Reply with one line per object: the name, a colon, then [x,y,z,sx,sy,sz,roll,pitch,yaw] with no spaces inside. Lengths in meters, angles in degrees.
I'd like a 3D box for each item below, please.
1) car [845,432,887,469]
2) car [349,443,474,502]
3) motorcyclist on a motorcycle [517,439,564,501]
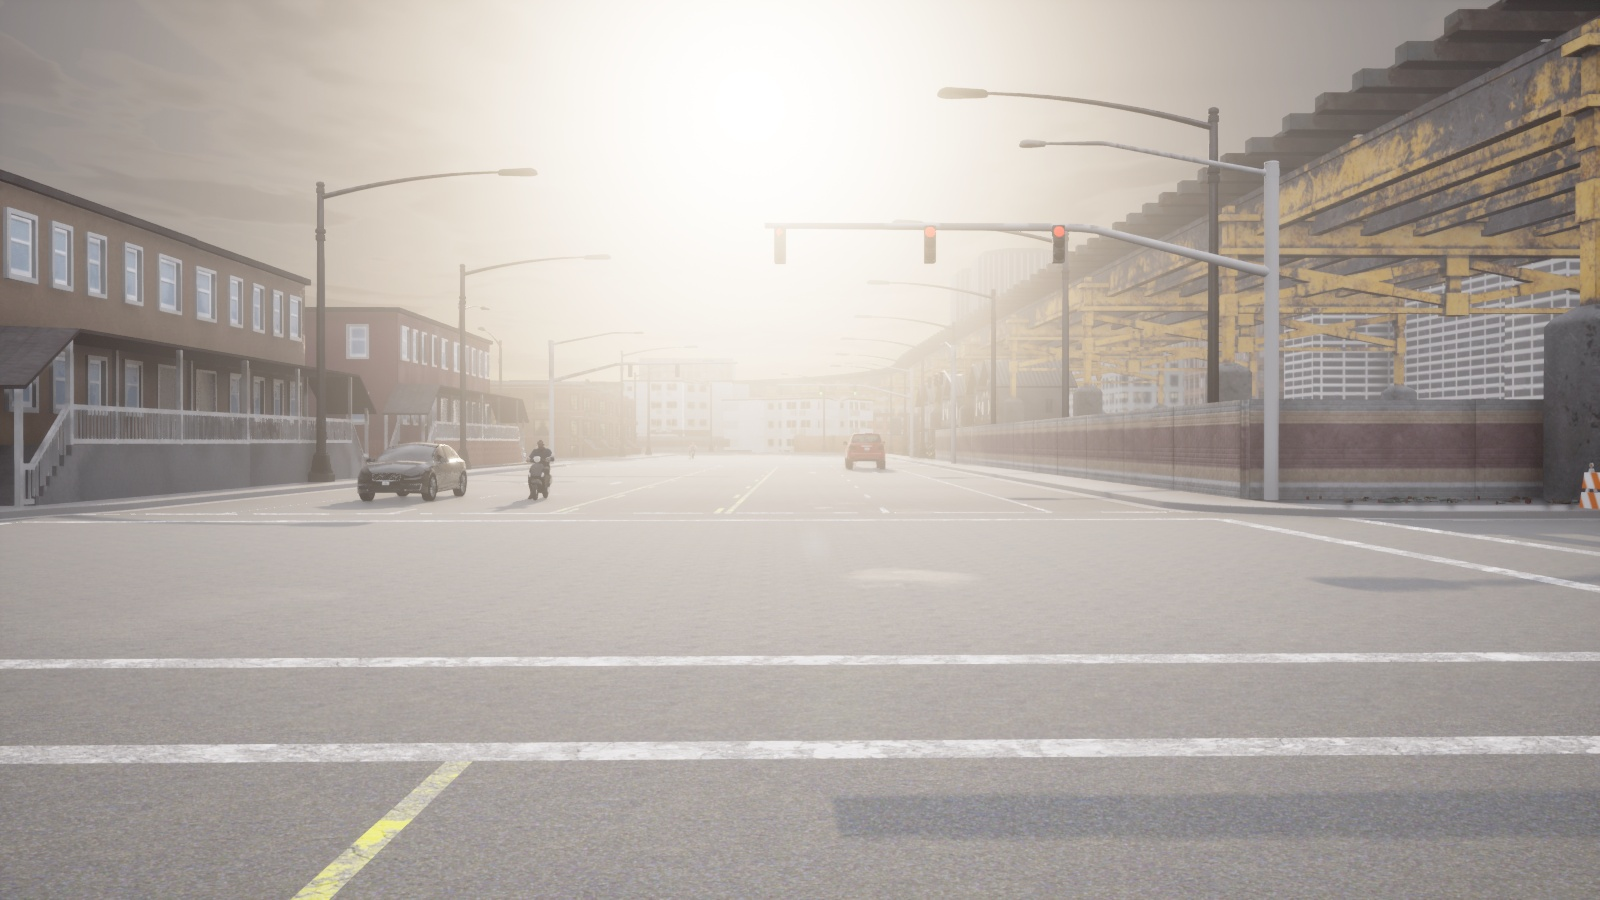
car: [3.728,0.055,72.217,2.150,2.045,5.566,0,0,0]
car: [-10.382,0.551,33.928,1.837,1.490,4.892,0,0,0]
motorcyclist on a motorcycle: [-6.884,0.506,33.335,0.866,1.590,1.817,0,0,0]
